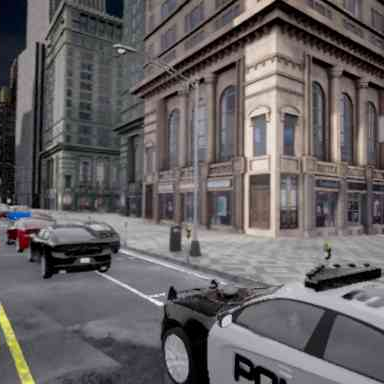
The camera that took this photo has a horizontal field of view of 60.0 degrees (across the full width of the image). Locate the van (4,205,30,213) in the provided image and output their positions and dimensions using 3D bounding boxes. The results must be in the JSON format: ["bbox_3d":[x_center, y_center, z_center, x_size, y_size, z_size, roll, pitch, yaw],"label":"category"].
[{"bbox_3d":[-17.487,2.296,33.561,1.690,1.788,3.998,3,-3,-35],"label":"van"}]

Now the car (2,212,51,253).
[{"bbox_3d":[-7.793,1.961,16.342,1.882,1.535,5.008,2,-3,-37],"label":"car"}]

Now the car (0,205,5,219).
[{"bbox_3d":[-23.848,2.730,42.588,1.887,1.381,4.507,3,-3,-35],"label":"car"}]

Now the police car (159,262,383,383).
[{"bbox_3d":[1.419,1.581,3.432,1.930,1.638,5.238,2,-3,-35],"label":"police car"}]

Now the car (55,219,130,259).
[{"bbox_3d":[-4.777,2.046,15.482,2.008,1.369,4.403,3,-3,-35],"label":"car"}]

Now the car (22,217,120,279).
[{"bbox_3d":[-4.374,1.837,11.474,1.882,1.535,5.008,2,-2,-33],"label":"car"}]
